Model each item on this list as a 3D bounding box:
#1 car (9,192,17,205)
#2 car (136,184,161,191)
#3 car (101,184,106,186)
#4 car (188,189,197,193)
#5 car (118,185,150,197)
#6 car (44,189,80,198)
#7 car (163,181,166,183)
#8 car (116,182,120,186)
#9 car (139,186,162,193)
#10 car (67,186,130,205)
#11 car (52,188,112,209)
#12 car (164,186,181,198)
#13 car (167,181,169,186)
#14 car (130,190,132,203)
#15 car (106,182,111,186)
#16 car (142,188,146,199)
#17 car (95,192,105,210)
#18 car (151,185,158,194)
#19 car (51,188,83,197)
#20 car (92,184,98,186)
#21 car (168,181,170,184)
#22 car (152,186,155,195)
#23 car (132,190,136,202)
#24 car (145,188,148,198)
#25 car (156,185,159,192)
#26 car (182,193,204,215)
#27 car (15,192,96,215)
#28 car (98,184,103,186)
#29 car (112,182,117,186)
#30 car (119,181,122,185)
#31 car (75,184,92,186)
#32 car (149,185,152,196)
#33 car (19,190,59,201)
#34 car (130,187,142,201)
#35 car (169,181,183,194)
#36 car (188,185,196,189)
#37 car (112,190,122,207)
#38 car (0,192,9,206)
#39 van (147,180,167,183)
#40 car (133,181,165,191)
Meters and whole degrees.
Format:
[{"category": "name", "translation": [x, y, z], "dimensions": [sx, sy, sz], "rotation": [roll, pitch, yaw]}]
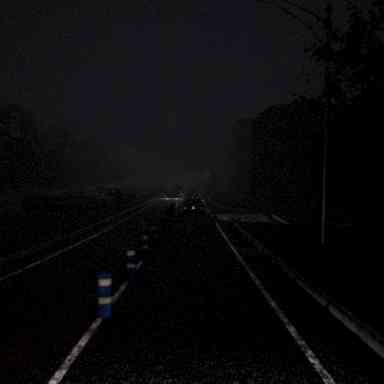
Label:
[{"category": "car", "translation": [-23.215, 0.796, 38.743], "dimensions": [5.366, 1.575, 1.946], "rotation": [0, 1, 1]}, {"category": "car", "translation": [-9.650, -0.341, 72.104], "dimensions": [4.674, 1.452, 2.002], "rotation": [0, 3, 1]}, {"category": "car", "translation": [-22.893, -0.540, 74.959], "dimensions": [5.366, 1.575, 1.946], "rotation": [0, 3, 1]}, {"category": "car", "translation": [0.082, 0.673, 46.195], "dimensions": [2.033, 1.411, 5.357], "rotation": [0, 2, 0]}, {"category": "car", "translation": [-9.832, 0.243, 55.396], "dimensions": [4.553, 1.767, 2.185], "rotation": [0, 2, 1]}, {"category": "car", "translation": [-22.672, 0.259, 58.121], "dimensions": [5.366, 1.575, 1.946], "rotation": [0, 2, 1]}, {"category": "car", "translation": [-9.523, -1.097, 83.087], "dimensions": [4.553, 1.767, 2.185], "rotation": [0, 3, 1]}, {"category": "car", "translation": [-22.589, -1.286, 88.862], "dimensions": [5.008, 1.535, 2.097], "rotation": [0, 3, 1]}, {"category": "car", "translation": [-9.598, -0.680, 77.660], "dimensions": [5.008, 1.535, 2.097], "rotation": [0, 3, 1]}, {"category": "car", "translation": [-10.003, 0.593, 35.891], "dimensions": [5.566, 2.045, 2.435], "rotation": [0, 1, 1]}, {"category": "car", "translation": [-10.055, 0.766, 30.321], "dimensions": [4.553, 1.767, 2.185], "rotation": [0, 0, 1]}, {"category": "car", "translation": [-3.325, 0.263, 57.605], "dimensions": [1.812, 1.442, 4.674], "rotation": [0, 2, 0]}, {"category": "car", "translation": [-9.485, -1.430, 91.556], "dimensions": [5.008, 1.535, 2.097], "rotation": [0, 3, 1]}, {"category": "car", "translation": [-9.943, 0.808, 38.683], "dimensions": [4.892, 1.521, 2.231], "rotation": [0, 1, 1]}, {"category": "car", "translation": [-22.654, -0.937, 77.724], "dimensions": [5.566, 2.045, 2.435], "rotation": [0, 3, 1]}, {"category": "car", "translation": [-9.821, 0.580, 49.829], "dimensions": [4.792, 1.488, 2.163], "rotation": [0, 2, 1]}, {"category": "car", "translation": [-10.078, 0.933, 27.536], "dimensions": [4.792, 1.488, 2.163], "rotation": [0, 0, 1]}, {"category": "car", "translation": [-9.721, 0.030, 63.751], "dimensions": [5.008, 1.535, 2.097], "rotation": [0, 3, 0]}, {"category": "car", "translation": [-22.838, 0.150, 60.910], "dimensions": [5.008, 1.535, 2.097], "rotation": [0, 2, 1]}, {"category": "car", "translation": [-22.789, -0.362, 69.266], "dimensions": [4.553, 1.767, 2.185], "rotation": [0, 3, 1]}, {"category": "car", "translation": [-9.449, -1.580, 94.335], "dimensions": [5.008, 1.535, 2.097], "rotation": [0, 3, 1]}, {"category": "car", "translation": [-9.754, 0.192, 60.966], "dimensions": [4.674, 1.452, 2.002], "rotation": [0, 3, 1]}, {"category": "car", "translation": [-9.896, 0.789, 41.462], "dimensions": [4.792, 1.488, 2.163], "rotation": [0, 1, 1]}, {"category": "car", "translation": [-9.855, 0.493, 52.616], "dimensions": [4.792, 1.488, 2.163], "rotation": [0, 2, 1]}, {"category": "car", "translation": [-9.697, -0.099, 66.537], "dimensions": [5.008, 1.535, 2.097], "rotation": [0, 3, 1]}, {"category": "car", "translation": [0.105, 1.196, 29.101], "dimensions": [2.033, 1.411, 5.357], "rotation": [0, 3, 0]}, {"category": "car", "translation": [-10.044, 0.944, 24.751], "dimensions": [4.792, 1.488, 2.163], "rotation": [0, 0, 1]}, {"category": "car", "translation": [-22.728, -0.381, 72.053], "dimensions": [5.008, 1.535, 2.097], "rotation": [0, 3, 1]}, {"category": "car", "translation": [-22.611, -1.095, 86.083], "dimensions": [4.674, 1.452, 2.002], "rotation": [0, 3, 1]}, {"category": "car", "translation": [-22.566, -1.436, 91.643], "dimensions": [4.892, 1.521, 2.231], "rotation": [0, 3, 1]}, {"category": "car", "translation": [-22.836, -0.222, 63.686], "dimensions": [5.566, 2.045, 2.435], "rotation": [0, 3, 1]}, {"category": "car", "translation": [-9.808, 0.139, 58.175], "dimensions": [4.553, 1.767, 2.185], "rotation": [0, 2, 1]}, {"category": "car", "translation": [-22.924, 0.544, 49.893], "dimensions": [4.892, 1.521, 2.231], "rotation": [0, 2, 0]}, {"category": "car", "translation": [-9.844, 0.503, 47.039], "dimensions": [4.553, 1.767, 2.185], "rotation": [0, 2, 1]}, {"category": "car", "translation": [-3.259, -0.753, 73.357], "dimensions": [2.150, 2.045, 5.566], "rotation": [0, 3, 0]}, {"category": "car", "translation": [0.005, -0.877, 80.527], "dimensions": [1.882, 1.535, 5.008], "rotation": [0, 3, 0]}, {"category": "car", "translation": [-9.994, 0.873, 33.100], "dimensions": [5.008, 1.535, 2.097], "rotation": [0, 1, 1]}, {"category": "car", "translation": [-23.240, 0.834, 35.948], "dimensions": [5.366, 1.575, 1.946], "rotation": [0, 1, 1]}, {"category": "van", "translation": [-9.621, -1.504, 88.766], "dimensions": [4.442, 1.987, 1.878], "rotation": [0, 3, 1]}, {"category": "car", "translation": [-9.656, -0.781, 74.868], "dimensions": [5.566, 2.045, 2.435], "rotation": [0, 3, 1]}]
